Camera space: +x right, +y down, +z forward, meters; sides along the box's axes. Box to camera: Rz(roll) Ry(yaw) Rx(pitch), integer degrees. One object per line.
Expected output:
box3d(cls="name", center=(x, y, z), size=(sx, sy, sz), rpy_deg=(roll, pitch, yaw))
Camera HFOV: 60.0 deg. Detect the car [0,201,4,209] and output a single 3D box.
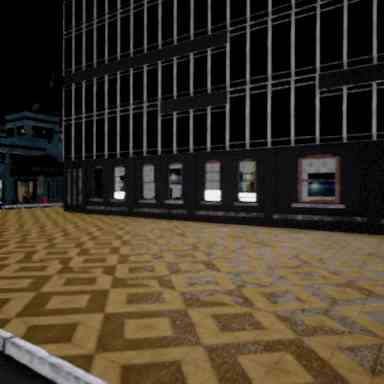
box3d(cls="car", center=(-18.513, 0.956, 27.812), size=(1.882, 1.535, 5.008), rpy_deg=(0, 1, 35))
